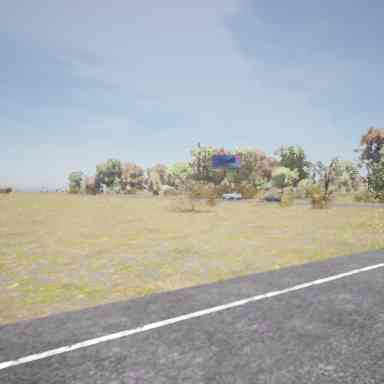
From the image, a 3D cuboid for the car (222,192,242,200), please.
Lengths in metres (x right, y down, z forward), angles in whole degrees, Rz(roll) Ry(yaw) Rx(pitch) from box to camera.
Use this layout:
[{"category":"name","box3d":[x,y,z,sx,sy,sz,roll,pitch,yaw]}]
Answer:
[{"category":"car","box3d":[9.447,0.900,79.477,2.150,2.045,5.566,0,0,-34]}]

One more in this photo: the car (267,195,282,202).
[{"category":"car","box3d":[16.444,1.354,69.079,2.033,1.411,5.357,0,0,-34]}]
